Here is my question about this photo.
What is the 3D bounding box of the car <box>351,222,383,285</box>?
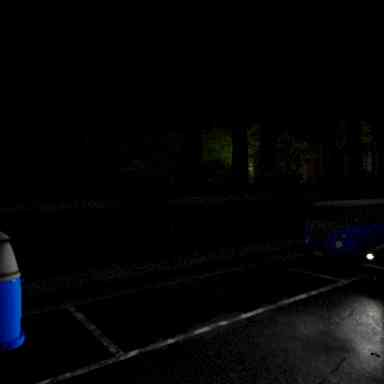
[{"bbox_3d":[5.909,1.393,7.690,4.718,1.301,1.895,-2,1,-36],"label":"car"}]

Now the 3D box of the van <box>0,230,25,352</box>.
[{"bbox_3d":[-4.031,1.371,3.645,3.998,1.788,1.690,-2,1,-36],"label":"van"}]

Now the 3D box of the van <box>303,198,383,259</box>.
[{"bbox_3d":[5.121,1.115,10.295,3.998,1.788,1.690,-2,1,-36],"label":"van"}]
